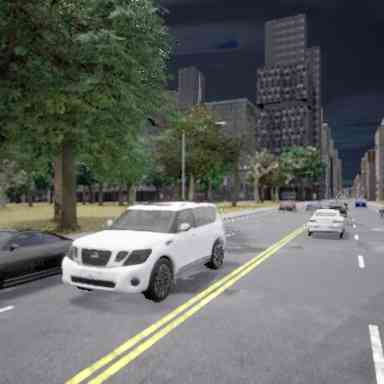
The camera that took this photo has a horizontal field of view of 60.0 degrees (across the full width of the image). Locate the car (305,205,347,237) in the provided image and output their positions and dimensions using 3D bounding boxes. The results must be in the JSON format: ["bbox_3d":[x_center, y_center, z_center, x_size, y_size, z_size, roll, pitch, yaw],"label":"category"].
[{"bbox_3d":[7.928,1.731,19.523,1.812,1.442,4.674,0,-1,25],"label":"car"}]

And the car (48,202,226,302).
[{"bbox_3d":[-0.817,1.311,9.066,2.150,2.045,5.566,0,-1,25],"label":"car"}]

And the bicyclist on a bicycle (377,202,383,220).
[{"bbox_3d":[18.198,1.790,31.831,0.866,1.612,1.509,0,2,25],"label":"bicyclist on a bicycle"}]

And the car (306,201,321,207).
[{"bbox_3d":[17.615,2.072,48.137,1.812,1.442,4.674,0,-1,25],"label":"car"}]

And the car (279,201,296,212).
[{"bbox_3d":[13.616,2.009,47.283,1.882,1.535,5.008,0,-1,25],"label":"car"}]

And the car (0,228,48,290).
[{"bbox_3d":[-4.711,1.646,8.427,1.994,1.385,4.181,0,-1,25],"label":"car"}]

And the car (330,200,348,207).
[{"bbox_3d":[15.668,1.905,35.941,1.837,1.490,4.892,0,-1,25],"label":"car"}]

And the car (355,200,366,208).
[{"bbox_3d":[32.292,2.237,63.815,1.882,1.535,5.008,0,-1,25],"label":"car"}]
